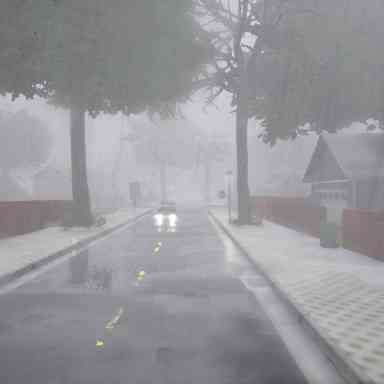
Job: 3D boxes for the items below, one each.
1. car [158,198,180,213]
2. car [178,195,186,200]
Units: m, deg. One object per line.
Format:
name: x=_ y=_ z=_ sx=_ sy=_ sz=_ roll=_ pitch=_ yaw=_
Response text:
car: x=-2.750 y=1.654 z=37.621 sx=1.895 sy=1.301 sz=4.718 roll=0 pitch=0 yaw=0
car: x=-2.750 y=1.580 z=90.008 sx=1.994 sy=1.385 sz=4.181 roll=0 pitch=0 yaw=0
